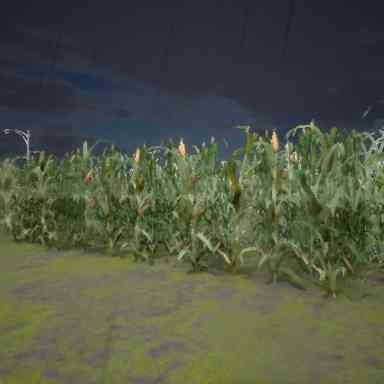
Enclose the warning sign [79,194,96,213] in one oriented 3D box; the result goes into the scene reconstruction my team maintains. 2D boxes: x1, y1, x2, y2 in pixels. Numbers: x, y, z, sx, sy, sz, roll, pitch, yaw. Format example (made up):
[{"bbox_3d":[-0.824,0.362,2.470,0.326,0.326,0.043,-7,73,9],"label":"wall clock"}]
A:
[{"bbox_3d":[-10.649,1.195,33.947,1.300,1.860,1.060,1,1,35],"label":"warning sign"}]
